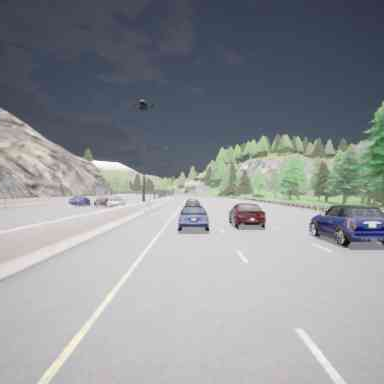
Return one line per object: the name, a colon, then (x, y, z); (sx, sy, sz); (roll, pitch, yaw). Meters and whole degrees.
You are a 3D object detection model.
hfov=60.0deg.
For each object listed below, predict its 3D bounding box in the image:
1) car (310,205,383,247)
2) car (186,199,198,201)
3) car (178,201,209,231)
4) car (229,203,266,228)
car: (7.093, 1.352, 15.195); (2.097, 1.767, 4.553); (0, 0, 0)
car: (0.083, 1.562, 42.545); (1.994, 1.385, 4.181); (0, 0, 0)
car: (0.091, 1.547, 20.668); (2.033, 1.411, 5.357); (0, 0, 0)
car: (3.590, 1.477, 22.246); (1.882, 1.535, 5.008); (0, 0, 0)
